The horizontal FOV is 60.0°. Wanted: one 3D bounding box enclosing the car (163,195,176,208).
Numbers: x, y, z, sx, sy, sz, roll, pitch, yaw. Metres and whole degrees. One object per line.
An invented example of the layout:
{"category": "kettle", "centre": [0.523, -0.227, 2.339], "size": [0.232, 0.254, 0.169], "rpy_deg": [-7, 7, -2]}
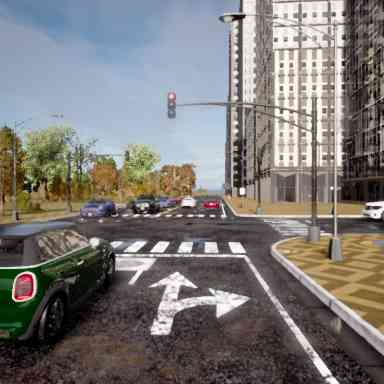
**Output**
{"category": "car", "centre": [-3.900, 1.342, 47.040], "size": [2.097, 1.767, 4.553], "rpy_deg": [0, 0, 5]}

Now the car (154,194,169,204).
{"category": "car", "centre": [-5.832, 1.347, 63.332], "size": [2.097, 1.767, 4.553], "rpy_deg": [0, 0, 5]}

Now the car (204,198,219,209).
{"category": "car", "centre": [2.727, 1.557, 45.882], "size": [1.994, 1.385, 4.181], "rpy_deg": [0, 0, 4]}

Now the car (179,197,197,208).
{"category": "car", "centre": [-0.383, 1.518, 47.799], "size": [1.812, 1.442, 4.674], "rpy_deg": [0, 0, 5]}

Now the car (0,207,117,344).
{"category": "car", "centre": [-3.007, 1.351, 6.592], "size": [2.097, 1.767, 4.553], "rpy_deg": [0, 0, 1]}

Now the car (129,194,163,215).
{"category": "car", "centre": [-4.696, 1.211, 34.682], "size": [2.150, 2.045, 5.566], "rpy_deg": [0, 0, 1]}

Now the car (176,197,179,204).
{"category": "car", "centre": [-2.857, 1.596, 59.983], "size": [1.895, 1.301, 4.718], "rpy_deg": [0, 0, 5]}

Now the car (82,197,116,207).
{"category": "car", "centre": [-8.475, 1.340, 30.394], "size": [2.097, 1.767, 4.553], "rpy_deg": [0, 0, 4]}

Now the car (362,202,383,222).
{"category": "car", "centre": [14.821, 1.058, 22.846], "size": [5.566, 2.045, 2.150], "rpy_deg": [0, 0, 5]}

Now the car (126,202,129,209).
{"category": "car", "centre": [-7.366, 1.554, 44.446], "size": [1.994, 1.385, 4.181], "rpy_deg": [0, 0, 5]}
